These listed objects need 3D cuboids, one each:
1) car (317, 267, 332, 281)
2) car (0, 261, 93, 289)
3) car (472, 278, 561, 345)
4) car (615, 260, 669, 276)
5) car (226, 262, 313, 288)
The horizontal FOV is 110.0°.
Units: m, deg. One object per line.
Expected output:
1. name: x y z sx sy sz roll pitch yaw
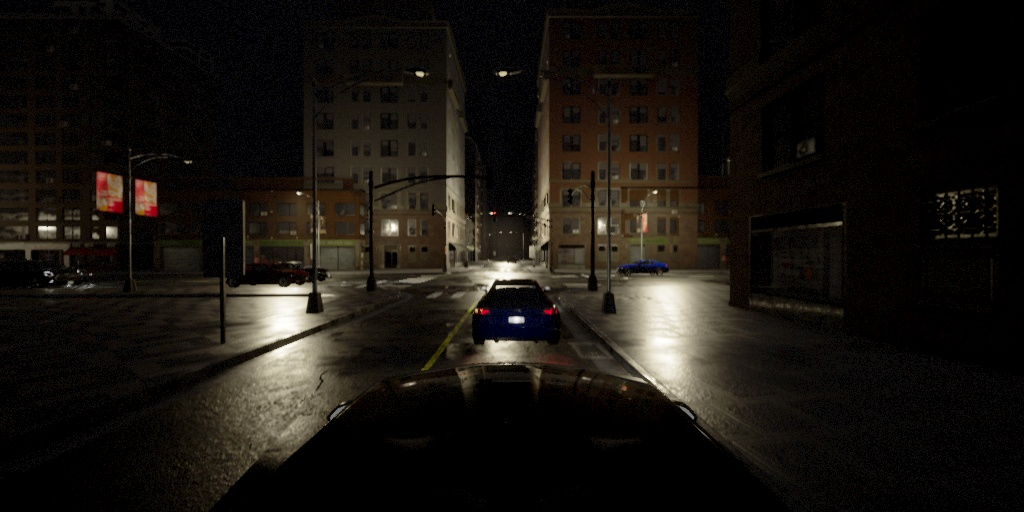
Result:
1. car: -15.670 1.164 25.922 4.902 1.511 2.128 0 0 0
2. car: -30.069 1.096 22.598 4.553 1.767 2.097 0 0 0
3. car: 0.096 1.273 9.385 1.994 1.385 4.181 0 0 0
4. car: 11.856 1.051 32.750 4.674 1.442 1.812 0 0 0
5. car: -15.490 1.168 22.665 5.008 1.535 1.882 0 0 0
